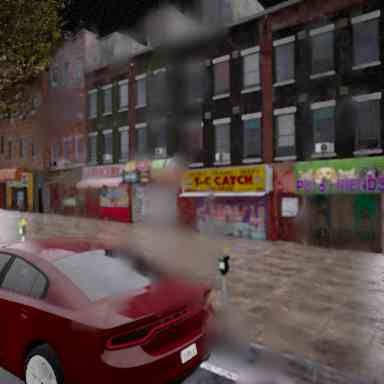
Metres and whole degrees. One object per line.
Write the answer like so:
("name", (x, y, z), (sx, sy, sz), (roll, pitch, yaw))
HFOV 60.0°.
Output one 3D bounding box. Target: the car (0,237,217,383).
("car", (-2.037, 1.392, 4.749), (5.008, 1.535, 1.882), (1, 1, 36))
